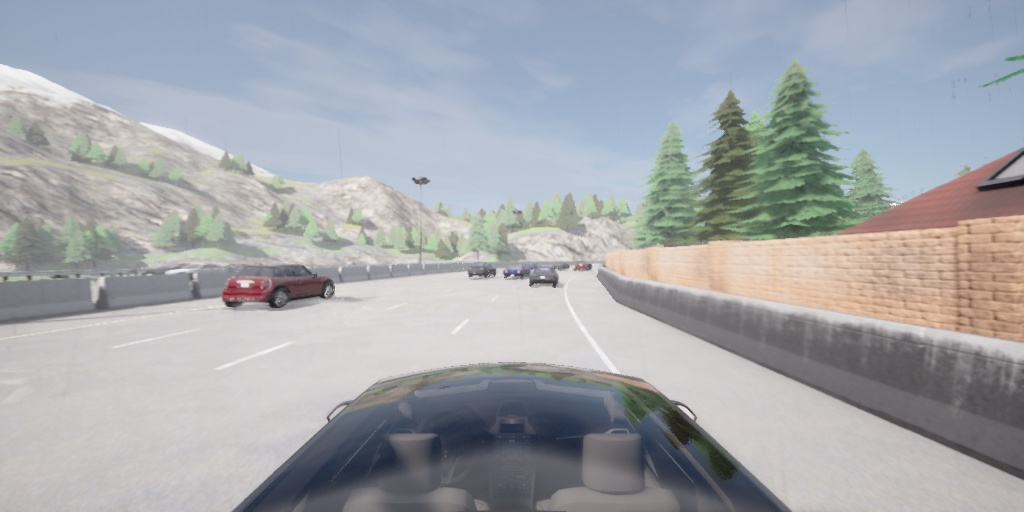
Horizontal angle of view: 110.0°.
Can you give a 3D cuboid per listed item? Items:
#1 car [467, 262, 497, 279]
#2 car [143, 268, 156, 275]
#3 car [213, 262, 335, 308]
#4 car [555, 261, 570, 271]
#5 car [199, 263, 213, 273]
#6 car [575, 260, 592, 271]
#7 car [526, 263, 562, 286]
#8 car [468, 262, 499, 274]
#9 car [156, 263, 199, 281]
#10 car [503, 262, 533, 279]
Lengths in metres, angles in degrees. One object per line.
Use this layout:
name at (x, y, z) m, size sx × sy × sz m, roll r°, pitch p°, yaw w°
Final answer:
car at (-2.890, 1.401, 35.743) m, size 2.128 × 1.511 × 4.902 m, roll 0°, pitch 0°, yaw 13°
car at (-28.945, 1.317, 31.009) m, size 1.994 × 1.385 × 4.181 m, roll 0°, pitch 0°, yaw 10°
car at (-9.704, 1.122, 15.414) m, size 2.097 × 1.767 × 4.553 m, roll 0°, pitch 0°, yaw 5°
car at (8.025, 1.571, 57.979) m, size 2.128 × 1.511 × 4.902 m, roll 0°, pitch -1°, yaw 22°
car at (-22.199, 1.341, 29.058) m, size 1.994 × 1.385 × 4.181 m, roll 0°, pitch 0°, yaw 10°
car at (11.380, 1.446, 56.928) m, size 2.097 × 1.767 × 4.553 m, roll 0°, pitch 0°, yaw 22°
car at (2.433, 1.455, 26.627) m, size 1.994 × 1.385 × 4.181 m, roll 0°, pitch 0°, yaw 9°
car at (-3.638, 1.511, 46.714) m, size 2.033 × 1.411 × 5.357 m, roll 0°, pitch 0°, yaw 18°
car at (-25.673, 1.287, 29.514) m, size 1.812 × 1.442 × 4.674 m, roll 0°, pitch 0°, yaw 10°
car at (0.585, 1.527, 35.479) m, size 1.895 × 1.301 × 4.718 m, roll 0°, pitch 0°, yaw 14°
